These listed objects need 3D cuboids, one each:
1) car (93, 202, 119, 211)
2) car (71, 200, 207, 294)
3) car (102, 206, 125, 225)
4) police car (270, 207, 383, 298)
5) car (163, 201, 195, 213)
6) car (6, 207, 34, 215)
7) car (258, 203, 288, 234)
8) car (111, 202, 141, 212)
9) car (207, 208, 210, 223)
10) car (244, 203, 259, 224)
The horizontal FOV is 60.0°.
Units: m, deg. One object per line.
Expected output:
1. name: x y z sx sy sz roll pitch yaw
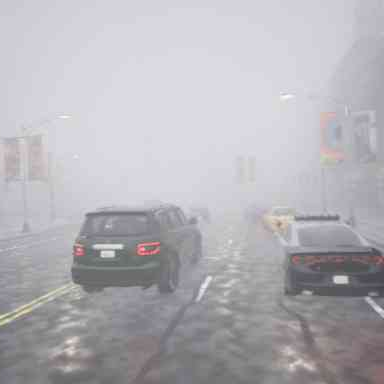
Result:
1. car: -16.555 2.824 63.982 4.674 1.452 2.002 -3 -1 31
2. car: -1.178 1.366 9.403 2.150 2.045 5.566 -2 -1 11
3. car: -7.536 2.126 31.644 1.837 1.490 4.892 -1 -1 -17
4. police car: 3.201 1.395 8.585 1.930 1.638 5.238 -2 -1 11
5. car: -1.819 2.042 45.566 2.128 1.511 4.902 -2 -1 -33
6. car: -30.931 3.433 59.849 4.718 1.301 1.895 -2 -1 20
7. car: 5.121 1.462 19.033 1.801 1.575 5.366 -2 -1 6
8. car: -11.241 2.570 56.460 5.357 1.411 2.033 -3 -1 39
9. car: 0.363 1.787 28.080 1.837 1.490 4.892 -1 -1 -6
10. car: 5.306 1.598 25.874 1.812 1.442 4.674 -2 -1 -3
